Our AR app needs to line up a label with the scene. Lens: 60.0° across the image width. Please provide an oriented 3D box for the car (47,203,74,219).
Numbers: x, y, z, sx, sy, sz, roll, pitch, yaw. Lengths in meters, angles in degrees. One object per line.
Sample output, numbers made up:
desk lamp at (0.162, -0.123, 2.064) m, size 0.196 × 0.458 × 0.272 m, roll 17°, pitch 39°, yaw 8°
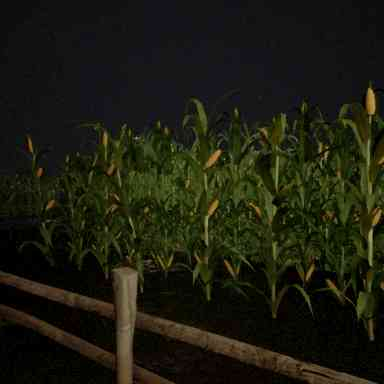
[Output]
car at (-9.766, 1.424, 27.618) m, size 1.994 × 1.385 × 4.181 m, roll 0°, pitch 1°, yaw 35°
